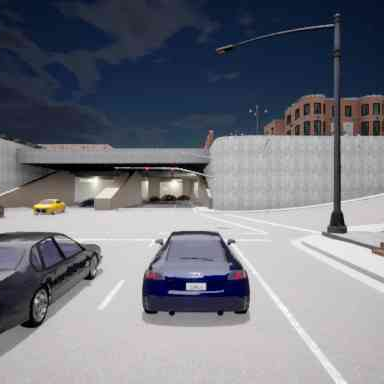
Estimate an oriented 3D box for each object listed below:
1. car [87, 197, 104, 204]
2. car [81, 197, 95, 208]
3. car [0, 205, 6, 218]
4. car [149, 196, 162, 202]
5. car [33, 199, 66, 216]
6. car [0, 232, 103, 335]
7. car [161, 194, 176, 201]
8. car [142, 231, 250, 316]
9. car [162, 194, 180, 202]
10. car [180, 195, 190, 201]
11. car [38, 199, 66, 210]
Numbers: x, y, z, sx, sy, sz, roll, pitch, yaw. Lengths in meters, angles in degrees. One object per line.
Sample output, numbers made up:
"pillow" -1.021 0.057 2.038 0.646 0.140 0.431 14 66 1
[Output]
"car" -18.732 1.601 64.635 1.895 1.301 4.718 0 0 -1
"car" -14.937 1.547 49.831 2.033 1.411 5.357 0 0 -1
"car" -16.528 1.547 26.838 2.033 1.411 5.357 0 0 -18
"car" -8.268 1.540 74.834 2.033 1.411 5.357 0 0 6
"car" -14.227 1.477 33.314 1.882 1.535 5.008 0 0 -5
"car" -3.424 1.547 6.917 2.033 1.411 5.357 0 0 0
"car" -5.925 1.355 84.884 2.097 1.767 4.553 0 0 24
"car" 0.078 1.564 7.614 1.994 1.385 4.181 0 0 0
"car" -4.749 1.355 75.126 2.097 1.767 4.553 0 0 6
"car" -2.119 1.524 84.921 1.812 1.442 4.674 0 0 28
"car" -18.288 1.600 43.699 1.895 1.301 4.718 0 0 -1
